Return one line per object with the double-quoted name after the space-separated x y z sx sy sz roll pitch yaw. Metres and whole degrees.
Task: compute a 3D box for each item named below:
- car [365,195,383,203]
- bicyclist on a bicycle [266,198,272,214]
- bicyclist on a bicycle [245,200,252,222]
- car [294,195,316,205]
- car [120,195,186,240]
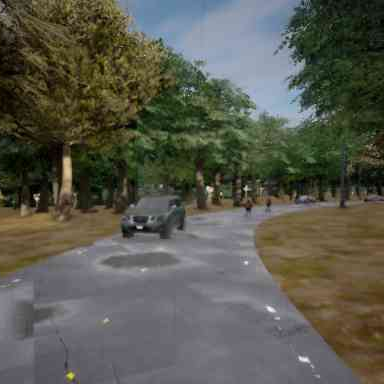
33.231 1.215 60.270 4.181 1.385 1.994 0 1 -32 "car"
7.646 1.406 33.089 0.582 1.620 1.656 0 0 27 "bicyclist on a bicycle"
4.276 1.418 25.139 0.582 1.620 1.656 0 0 19 "bicyclist on a bicycle"
18.140 1.287 53.211 4.674 1.442 1.812 -1 1 -43 "car"
-1.782 1.195 17.370 2.150 2.045 5.566 0 0 11 "car"
